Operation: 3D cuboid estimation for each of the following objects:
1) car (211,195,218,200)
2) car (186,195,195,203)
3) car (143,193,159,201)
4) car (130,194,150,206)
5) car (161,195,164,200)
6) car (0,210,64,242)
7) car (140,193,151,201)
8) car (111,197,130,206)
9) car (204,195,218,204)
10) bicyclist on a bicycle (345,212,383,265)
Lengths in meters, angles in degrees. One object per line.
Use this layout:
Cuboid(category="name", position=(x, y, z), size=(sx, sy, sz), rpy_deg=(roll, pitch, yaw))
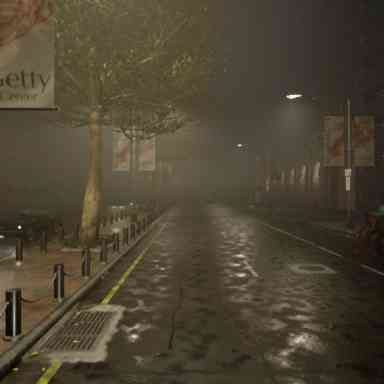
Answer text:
Cuboid(category="car", position=(6.337, 1.594, 94.091), size=(1.895, 1.301, 4.718), rpy_deg=(0, 0, 0))
Cuboid(category="car", position=(-0.306, 1.477, 72.049), size=(1.882, 1.535, 5.008), rpy_deg=(0, 0, 0))
Cuboid(category="car", position=(-8.305, 1.225, 70.007), size=(2.150, 2.045, 5.566), rpy_deg=(0, 0, 0))
Cuboid(category="car", position=(-8.326, 1.506, 54.351), size=(1.837, 1.490, 4.892), rpy_deg=(0, 0, 0))
Cuboid(category="car", position=(-8.375, 1.523, 85.721), size=(1.812, 1.442, 4.674), rpy_deg=(0, 0, 0))
Cuboid(category="car", position=(-8.135, 1.601, 16.451), size=(1.895, 1.301, 4.718), rpy_deg=(0, 0, 0))
Cuboid(category="car", position=(-11.872, 1.224, 85.102), size=(2.150, 2.045, 5.566), rpy_deg=(0, 0, 0))
Cuboid(category="car", position=(-11.825, 1.563, 54.399), size=(1.994, 1.385, 4.181), rpy_deg=(0, 0, 0))
Cuboid(category="car", position=(3.321, 1.547, 64.000), size=(2.033, 1.411, 5.357), rpy_deg=(0, 0, 0))
Cuboid(category="bicyclist on a bicycle", position=(5.467, 1.432, 10.158), size=(1.656, 1.620, 0.582), rpy_deg=(-1, 0, 0))
